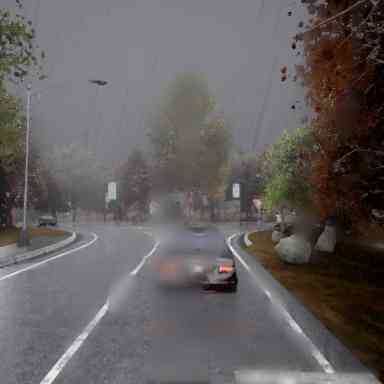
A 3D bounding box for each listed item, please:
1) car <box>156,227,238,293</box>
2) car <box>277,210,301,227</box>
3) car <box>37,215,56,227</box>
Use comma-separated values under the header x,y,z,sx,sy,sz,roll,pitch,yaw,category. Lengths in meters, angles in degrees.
x,y,z,sx,sy,sz,roll,pitch,yaw,category
0.153,1.689,9.218,2.033,1.411,5.357,0,-2,1,car
12.149,3.290,41.459,2.150,2.045,5.566,-1,-4,28,car
-17.848,3.557,40.700,2.033,1.411,5.357,2,-4,-27,car
